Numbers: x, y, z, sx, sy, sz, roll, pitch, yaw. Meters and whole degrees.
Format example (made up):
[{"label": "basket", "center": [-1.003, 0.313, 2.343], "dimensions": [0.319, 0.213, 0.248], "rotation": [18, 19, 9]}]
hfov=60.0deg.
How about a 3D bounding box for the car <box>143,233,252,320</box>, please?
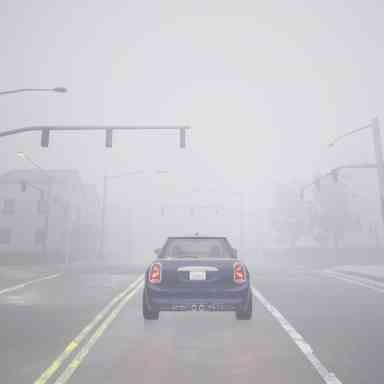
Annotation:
[{"label": "car", "center": [0.104, 1.809, 8.251], "dimensions": [2.097, 1.767, 4.553], "rotation": [0, -7, 0]}]
